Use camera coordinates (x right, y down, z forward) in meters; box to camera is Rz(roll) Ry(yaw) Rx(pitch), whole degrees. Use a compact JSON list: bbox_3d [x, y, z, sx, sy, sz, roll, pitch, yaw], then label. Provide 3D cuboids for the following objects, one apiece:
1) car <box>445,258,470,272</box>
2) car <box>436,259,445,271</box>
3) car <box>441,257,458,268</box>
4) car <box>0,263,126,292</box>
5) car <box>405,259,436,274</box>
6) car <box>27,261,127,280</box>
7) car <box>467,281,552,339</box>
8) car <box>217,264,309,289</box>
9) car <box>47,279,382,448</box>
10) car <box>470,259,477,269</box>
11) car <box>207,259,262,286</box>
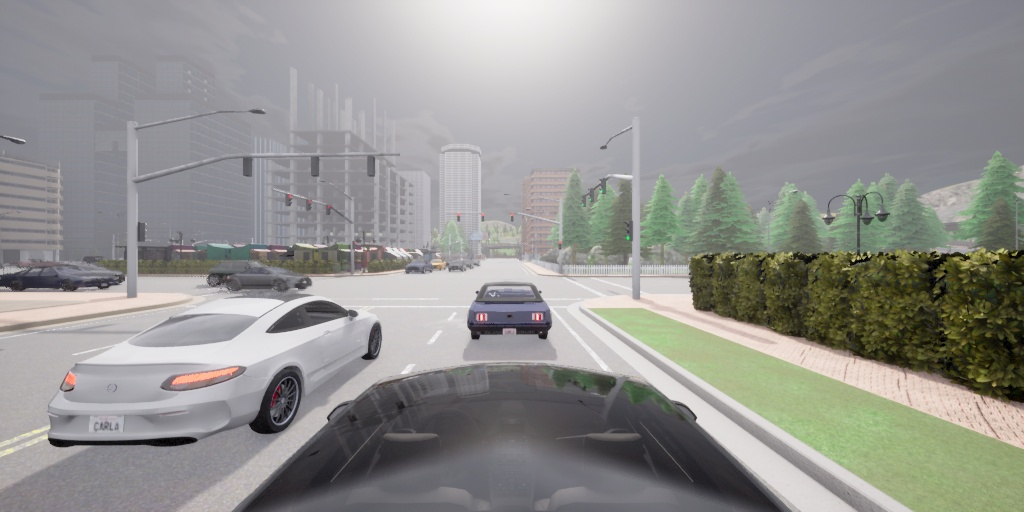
[{"bbox_3d":[-7.090,1.255,46.914,1.837,1.490,4.892,0,0,0],"label":"car"},{"bbox_3d":[-10.582,1.228,50.536,1.882,1.535,5.008,0,0,0],"label":"car"},{"bbox_3d":[-10.549,1.102,60.606,2.097,1.767,4.553,0,0,0],"label":"car"},{"bbox_3d":[-26.309,1.298,20.864,5.357,1.411,2.033,0,0,2],"label":"car"},{"bbox_3d":[-10.727,1.102,41.572,2.097,1.767,4.553,0,0,3],"label":"car"},{"bbox_3d":[-29.303,1.254,24.443,4.892,1.490,1.837,0,0,2],"label":"car"},{"bbox_3d":[-0.092,1.351,9.984,1.895,1.301,4.718,0,0,-1],"label":"car"},{"bbox_3d":[-13.854,1.314,20.534,4.181,1.385,1.994,0,0,2],"label":"car"},{"bbox_3d":[-3.507,1.276,5.376,1.812,1.442,4.674,0,0,-1],"label":"car"},{"bbox_3d":[-7.070,1.255,56.024,1.837,1.490,4.892,0,0,0],"label":"car"},{"bbox_3d":[-17.811,1.102,24.361,4.553,1.767,2.097,0,0,-1],"label":"car"}]
